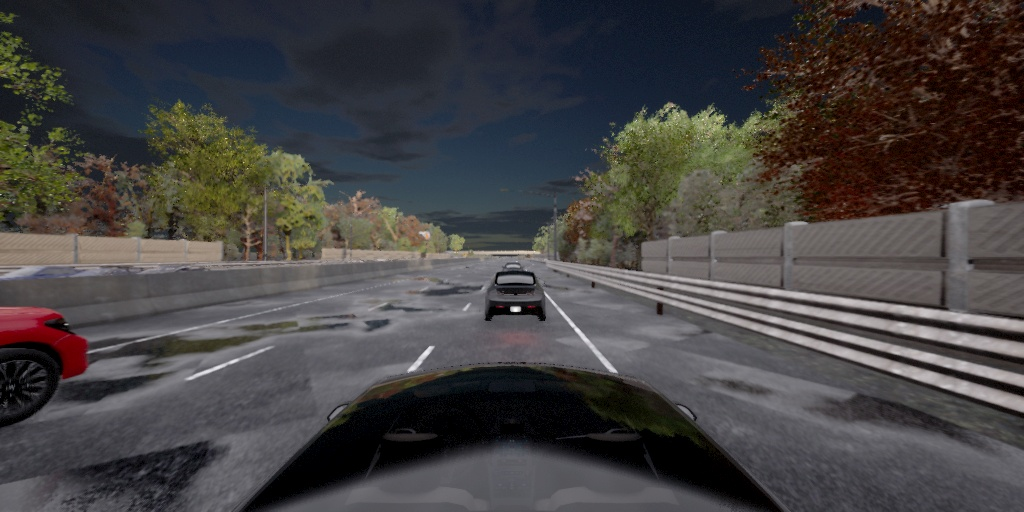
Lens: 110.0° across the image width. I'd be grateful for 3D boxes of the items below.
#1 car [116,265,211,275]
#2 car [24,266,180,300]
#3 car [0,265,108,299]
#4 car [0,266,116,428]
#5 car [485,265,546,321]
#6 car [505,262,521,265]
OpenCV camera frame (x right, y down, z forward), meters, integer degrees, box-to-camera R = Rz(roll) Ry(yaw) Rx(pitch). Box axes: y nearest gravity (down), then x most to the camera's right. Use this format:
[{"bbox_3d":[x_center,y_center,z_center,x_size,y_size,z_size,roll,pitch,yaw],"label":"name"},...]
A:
[{"bbox_3d":[-17.501,1.225,18.474,2.128,1.511,4.902,0,0,0],"label":"car"},{"bbox_3d":[-20.998,1.279,18.866,2.033,1.411,5.357,0,0,0],"label":"car"},{"bbox_3d":[-24.501,1.260,18.576,1.812,1.442,4.674,0,0,0],"label":"car"},{"bbox_3d":[-6.899,0.969,2.454,2.150,2.045,5.566,0,0,0],"label":"car"},{"bbox_3d":[0.102,1.242,12.482,1.837,1.490,4.892,0,0,0],"label":"car"},{"bbox_3d":[0.102,1.247,29.904,1.812,1.442,4.674,0,0,0],"label":"car"}]
